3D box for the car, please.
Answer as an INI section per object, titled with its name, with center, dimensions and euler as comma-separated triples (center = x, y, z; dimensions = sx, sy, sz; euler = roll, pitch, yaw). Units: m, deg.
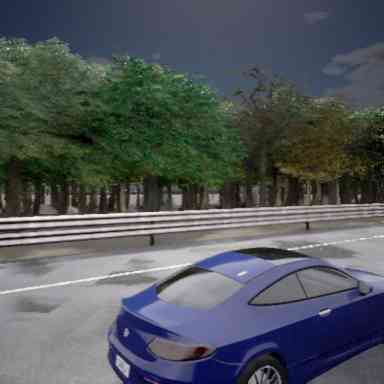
[car]
center = 1.204, 1.515, 4.576
dimensions = 4.674, 1.442, 1.812
euler = 0, 0, -35
